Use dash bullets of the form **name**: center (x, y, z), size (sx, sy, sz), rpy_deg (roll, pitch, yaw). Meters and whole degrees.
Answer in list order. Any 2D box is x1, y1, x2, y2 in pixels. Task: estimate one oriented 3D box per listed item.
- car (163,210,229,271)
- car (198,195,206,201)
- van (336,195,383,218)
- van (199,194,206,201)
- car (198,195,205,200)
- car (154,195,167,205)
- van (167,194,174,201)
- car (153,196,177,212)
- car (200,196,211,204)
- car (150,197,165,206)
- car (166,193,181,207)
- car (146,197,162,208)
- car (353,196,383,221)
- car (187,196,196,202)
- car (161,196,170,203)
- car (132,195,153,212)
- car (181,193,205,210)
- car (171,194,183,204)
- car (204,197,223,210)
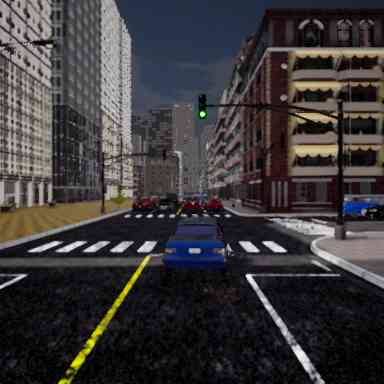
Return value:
- **car**: center (0.233, 1.542, 10.945), size (2.033, 1.411, 5.357), rpy_deg (0, 0, 4)
- **car**: center (2.681, 1.567, 88.680), size (1.887, 1.381, 4.507), rpy_deg (0, 0, 0)
- **van**: center (13.706, 1.100, 26.487), size (3.998, 1.788, 1.690), rpy_deg (-1, 1, 0)
- **van**: center (2.680, 1.358, 83.152), size (1.690, 1.788, 3.998), rpy_deg (0, 0, 0)
- **car**: center (2.681, 1.579, 94.207), size (2.008, 1.369, 4.403), rpy_deg (0, 0, 0)
- **car**: center (-5.699, 1.439, 61.042), size (1.967, 1.590, 4.097), rpy_deg (0, 0, 0)
- **van**: center (-5.701, 1.363, 88.680), size (1.690, 1.788, 3.998), rpy_deg (0, 0, 0)
- **car**: center (-3.091, 1.518, 38.612), size (1.812, 1.442, 4.674), rpy_deg (0, 0, 0)
- **car**: center (2.681, 1.569, 66.569), size (1.947, 1.339, 4.313), rpy_deg (0, 0, 0)
- **car**: center (-5.698, 1.562, 55.515), size (1.947, 1.339, 4.313), rpy_deg (0, 0, 0)
- **car**: center (-3.076, 1.210, 51.186), size (2.150, 2.045, 5.566), rpy_deg (0, 1, 0)
- **car**: center (-5.698, 1.538, 49.986), size (1.887, 1.381, 4.507), rpy_deg (0, 0, 0)
- **car**: center (14.754, 1.249, 23.919), size (4.902, 1.511, 2.128), rpy_deg (-1, 0, 0)
- **car**: center (-0.005, 1.563, 75.482), size (1.994, 1.385, 4.181), rpy_deg (0, 0, 0)
- **car**: center (-5.700, 1.533, 71.927), size (1.752, 1.417, 4.829), rpy_deg (0, 0, 0)
- **car**: center (-5.699, 1.307, 38.931), size (2.192, 1.841, 5.009), rpy_deg (0, 0, 0)
- **car**: center (0.098, 1.344, 39.187), size (2.097, 1.767, 4.553), rpy_deg (0, 0, 0)
- **car**: center (-3.016, 1.356, 66.303), size (2.097, 1.767, 4.553), rpy_deg (0, 0, 0)
- **car**: center (2.683, 1.536, 38.931), size (1.887, 1.381, 4.507), rpy_deg (0, 0, 0)
